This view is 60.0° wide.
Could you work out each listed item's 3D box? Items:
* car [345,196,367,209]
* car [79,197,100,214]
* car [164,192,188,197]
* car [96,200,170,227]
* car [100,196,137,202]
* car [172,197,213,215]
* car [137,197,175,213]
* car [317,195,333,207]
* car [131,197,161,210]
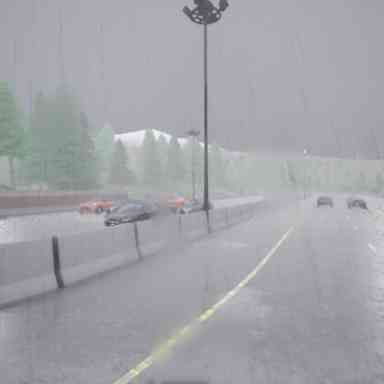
[{"bbox_3d":[19.854,1.251,40.293,1.812,1.442,4.674,0,0,22],"label":"car"},{"bbox_3d":[-9.291,1.249,33.532,2.097,1.767,4.553,0,0,22],"label":"car"},{"bbox_3d":[-2.683,1.187,40.734,2.097,1.767,4.553,0,0,22],"label":"car"},{"bbox_3d":[-3.380,1.434,20.232,1.837,1.490,4.892,0,0,22],"label":"car"},{"bbox_3d":[-6.202,1.384,31.836,2.128,1.511,4.902,0,0,22],"label":"car"},{"bbox_3d":[0.465,1.389,29.648,2.128,1.511,4.902,0,0,22],"label":"car"},{"bbox_3d":[-2.945,1.445,30.549,1.994,1.385,4.181,0,0,22],"label":"car"},{"bbox_3d":[18.273,1.199,45.783,2.128,1.511,4.902,0,0,22],"label":"car"},{"bbox_3d":[-5.812,1.406,42.327,1.994,1.385,4.181,0,0,22],"label":"car"}]
